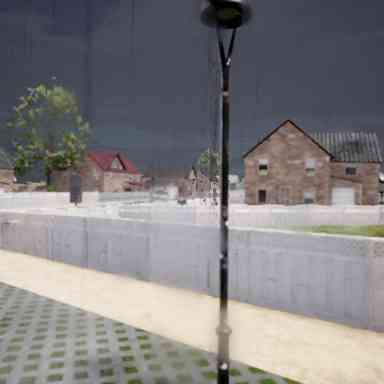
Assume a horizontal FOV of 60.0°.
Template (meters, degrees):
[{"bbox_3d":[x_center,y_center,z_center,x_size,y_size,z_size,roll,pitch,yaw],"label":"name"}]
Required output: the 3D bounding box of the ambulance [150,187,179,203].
[{"bbox_3d":[-3.993,0.507,48.608,2.351,2.431,6.366,3,1,18],"label":"ambulance"}]
